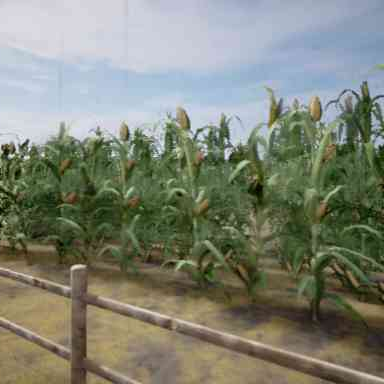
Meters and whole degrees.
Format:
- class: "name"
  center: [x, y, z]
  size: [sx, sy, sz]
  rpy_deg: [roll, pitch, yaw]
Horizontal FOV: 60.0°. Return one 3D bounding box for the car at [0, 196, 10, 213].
- class: "car"
  center: [-14.000, 0.889, 26.589]
  size: [1.882, 1.535, 5.008]
  rpy_deg: [1, 1, 35]
